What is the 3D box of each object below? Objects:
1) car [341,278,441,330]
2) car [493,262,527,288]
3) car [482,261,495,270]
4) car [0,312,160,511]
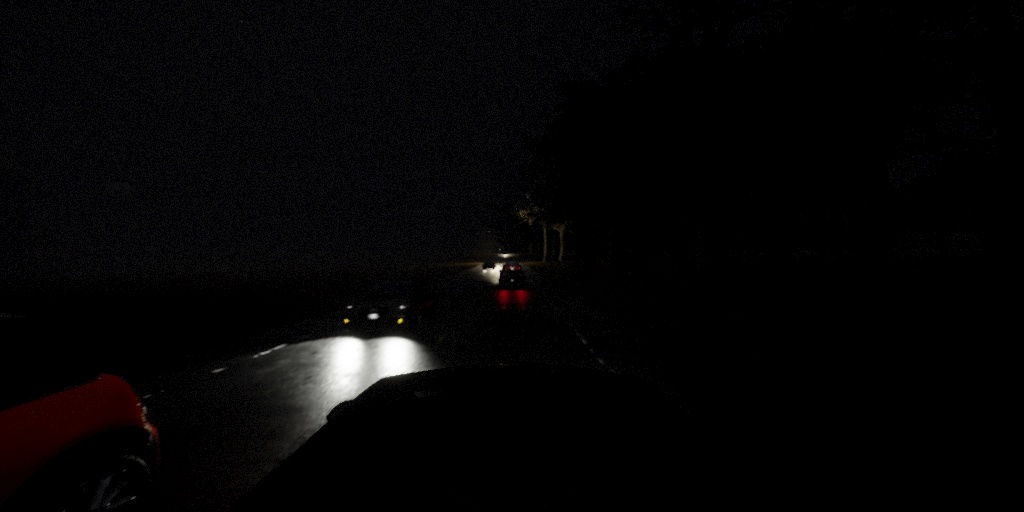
[{"bbox_3d":[-3.582,1.392,11.332,1.994,1.385,4.181,0,0,1],"label":"car"},{"bbox_3d":[0.046,1.399,25.712,2.128,1.511,4.902,0,-1,1],"label":"car"},{"bbox_3d":[-3.567,1.435,56.273,2.033,1.411,5.357,0,1,1],"label":"car"},{"bbox_3d":[-3.596,1.093,0.603,2.097,1.767,4.553,0,0,0],"label":"car"}]
